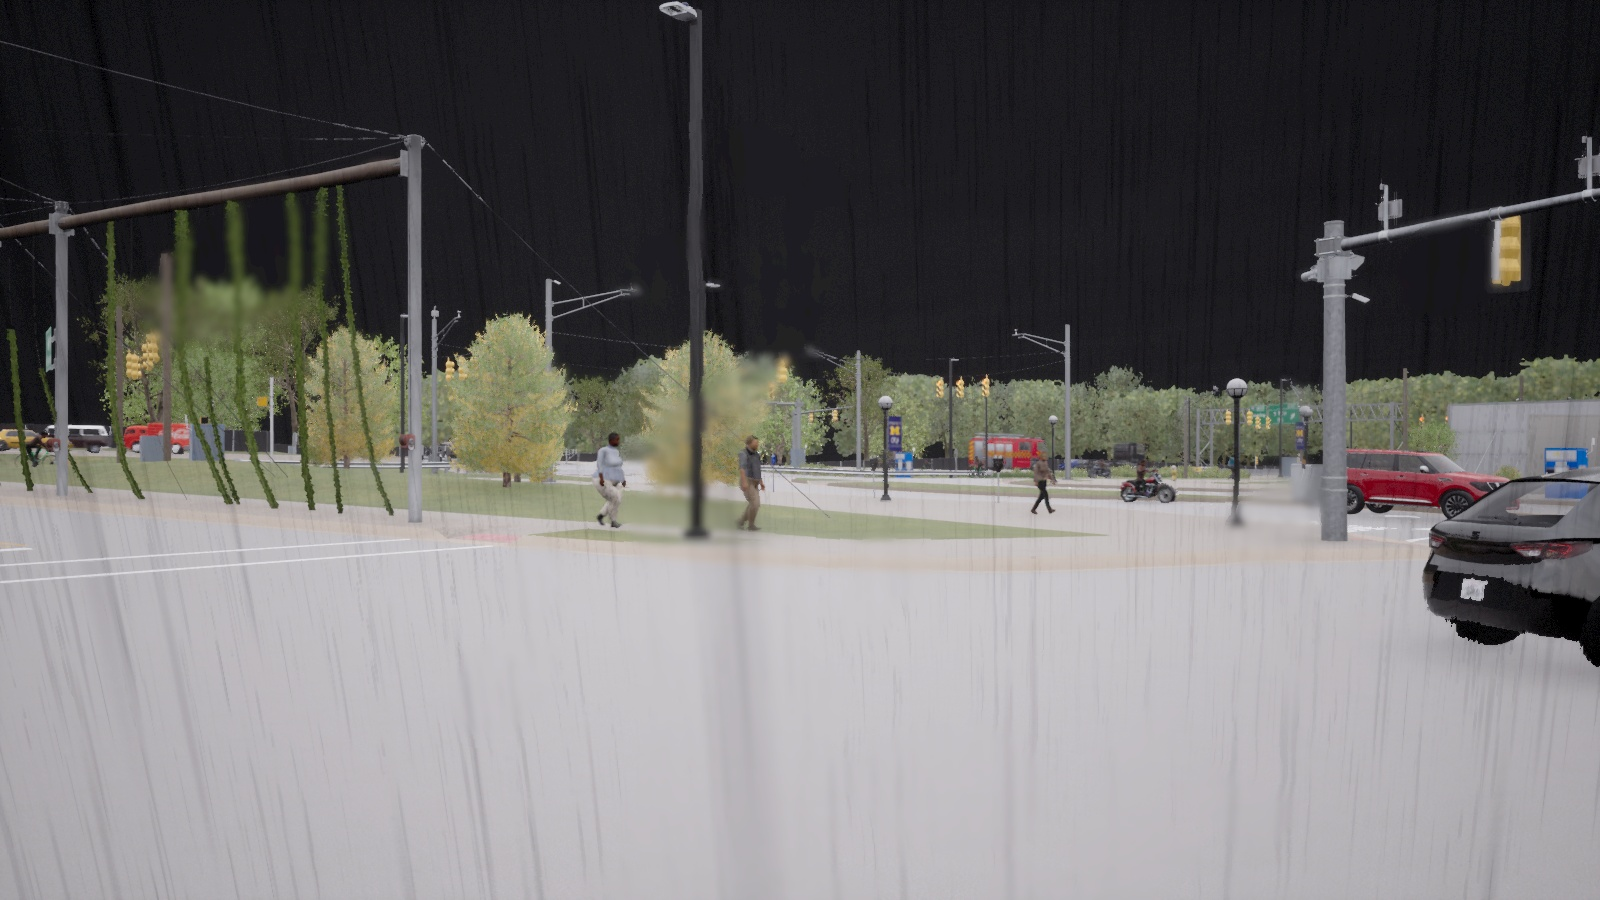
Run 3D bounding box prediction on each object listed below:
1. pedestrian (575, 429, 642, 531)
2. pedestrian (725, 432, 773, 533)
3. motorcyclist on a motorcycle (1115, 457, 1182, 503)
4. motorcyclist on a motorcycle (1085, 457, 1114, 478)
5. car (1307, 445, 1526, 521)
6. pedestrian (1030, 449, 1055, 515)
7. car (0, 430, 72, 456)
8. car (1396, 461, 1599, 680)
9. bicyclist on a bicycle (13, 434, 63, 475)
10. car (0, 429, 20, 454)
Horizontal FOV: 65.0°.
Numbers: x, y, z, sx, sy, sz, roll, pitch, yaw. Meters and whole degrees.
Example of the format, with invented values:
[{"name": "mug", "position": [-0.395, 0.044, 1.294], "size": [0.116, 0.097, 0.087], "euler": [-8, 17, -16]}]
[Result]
[{"name": "pedestrian", "position": [-3.544, 0.548, 23.277], "size": [0.900, 1.855, 0.874], "euler": [0, 0, 21]}, {"name": "pedestrian", "position": [-0.936, 0.599, 23.296], "size": [0.694, 1.848, 0.540], "euler": [0, 0, 32]}, {"name": "motorcyclist on a motorcycle", "position": [12.733, 1.091, 45.905], "size": [0.766, 1.649, 2.350], "euler": [0, -1, -38]}, {"name": "motorcyclist on a motorcycle", "position": [22.940, 1.339, 96.253], "size": [2.350, 1.649, 0.766], "euler": [1, -1, -33]}, {"name": "car", "position": [18.649, 0.938, 38.240], "size": [2.150, 2.045, 5.566], "euler": [0, 1, -38]}, {"name": "pedestrian", "position": [6.885, 0.890, 35.640], "size": [0.331, 1.846, 0.634], "euler": [0, 0, -34]}, {"name": "car", "position": [-50.055, -0.460, 80.910], "size": [5.366, 1.575, 1.801], "euler": [1, -1, -34]}, {"name": "car", "position": [7.125, 0.819, 9.727], "size": [4.193, 1.474, 1.816], "euler": [-1, -1, -7]}, {"name": "bicyclist on a bicycle", "position": [-31.270, 0.196, 51.554], "size": [1.656, 1.620, 0.582], "euler": [2, -1, -34]}, {"name": "car", "position": [-54.001, -0.583, 82.490], "size": [4.611, 1.667, 2.242], "euler": [1, -1, -34]}]
